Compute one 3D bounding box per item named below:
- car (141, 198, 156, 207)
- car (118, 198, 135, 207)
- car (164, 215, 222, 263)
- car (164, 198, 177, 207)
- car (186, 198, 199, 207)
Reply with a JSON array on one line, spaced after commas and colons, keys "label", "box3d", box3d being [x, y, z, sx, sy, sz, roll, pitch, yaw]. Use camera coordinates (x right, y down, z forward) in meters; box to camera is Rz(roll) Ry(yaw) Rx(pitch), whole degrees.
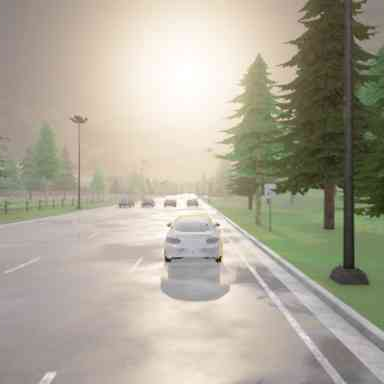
[{"label": "car", "box3d": [-6.941, 1.681, 53.361, 2.033, 1.411, 5.357, 0, 0, 0]}, {"label": "car", "box3d": [-10.441, 1.681, 53.365, 2.033, 1.411, 5.357, 0, 0, 0]}, {"label": "car", "box3d": [0.046, 1.565, 11.924, 1.812, 1.442, 4.674, 0, 0, 0]}, {"label": "car", "box3d": [-3.441, 1.697, 53.357, 1.994, 1.385, 4.181, 0, 0, 0]}, {"label": "car", "box3d": [0.059, 1.697, 53.353, 1.994, 1.385, 4.181, 0, 0, 0]}]
